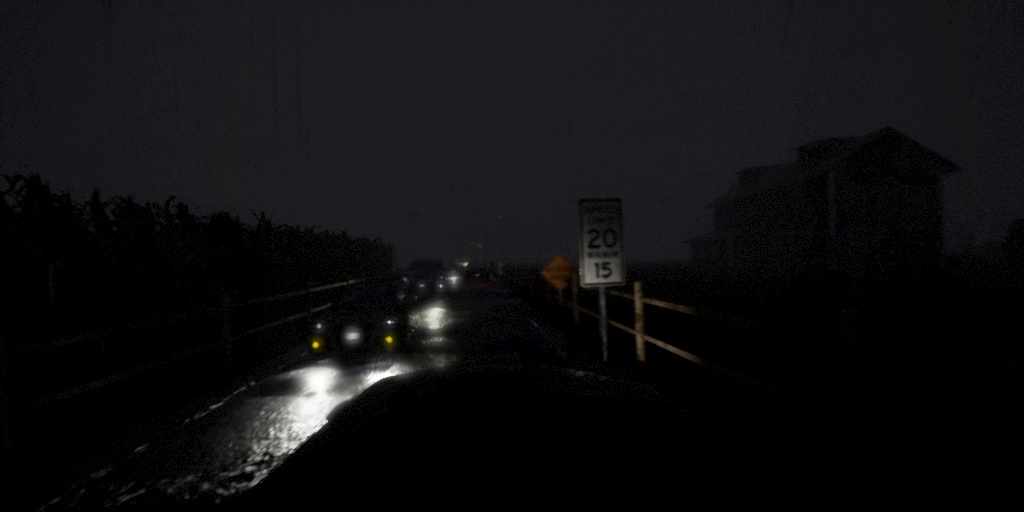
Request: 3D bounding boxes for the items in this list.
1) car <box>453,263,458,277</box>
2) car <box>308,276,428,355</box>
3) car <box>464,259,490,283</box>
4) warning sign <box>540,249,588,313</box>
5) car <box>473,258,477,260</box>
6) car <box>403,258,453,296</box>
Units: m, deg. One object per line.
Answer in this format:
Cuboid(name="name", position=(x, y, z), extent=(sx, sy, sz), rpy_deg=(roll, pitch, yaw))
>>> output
Cuboid(name="car", position=(-6.981, 1.536, 40.061), extent=(2.033, 1.411, 5.357), rpy_deg=(-2, 0, -6))
Cuboid(name="car", position=(-3.483, 1.440, 9.209), extent=(1.994, 1.385, 4.181), rpy_deg=(-2, 0, -8))
Cuboid(name="car", position=(-2.921, 1.320, 29.991), extent=(1.882, 1.535, 5.008), rpy_deg=(-2, 0, -7))
Cuboid(name="warning sign", position=(1.597, 0.799, 11.620), extent=(1.300, 1.860, 1.060), rpy_deg=(0, 0, -7))
Cuboid(name="car", position=(-5.638, 1.430, 53.386), extent=(1.837, 1.490, 4.892), rpy_deg=(-2, -1, -7))
Cuboid(name="car", position=(-4.807, 1.143, 20.596), extent=(2.150, 2.045, 5.566), rpy_deg=(-2, 0, -7))
